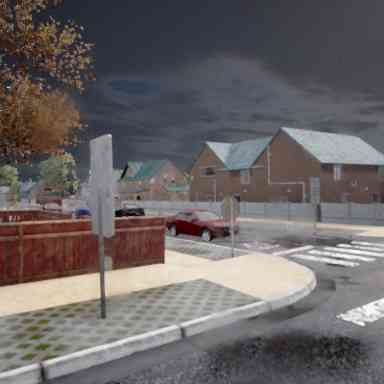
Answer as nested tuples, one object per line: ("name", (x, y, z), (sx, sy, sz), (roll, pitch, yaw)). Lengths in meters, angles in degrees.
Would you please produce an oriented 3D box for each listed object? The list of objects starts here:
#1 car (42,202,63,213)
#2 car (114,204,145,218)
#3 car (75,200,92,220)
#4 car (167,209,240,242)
("car", (-19.490, 2.228, 46.313), (1.882, 1.535, 5.008), (-2, 0, -36))
("car", (-6.538, 1.922, 33.232), (1.882, 1.535, 5.008), (-2, 0, -36))
("car", (-9.675, 1.776, 32.531), (2.150, 2.045, 5.566), (-2, 0, -36))
("car", (0.492, 1.739, 18.442), (1.882, 1.535, 5.008), (-2, 0, -36))
